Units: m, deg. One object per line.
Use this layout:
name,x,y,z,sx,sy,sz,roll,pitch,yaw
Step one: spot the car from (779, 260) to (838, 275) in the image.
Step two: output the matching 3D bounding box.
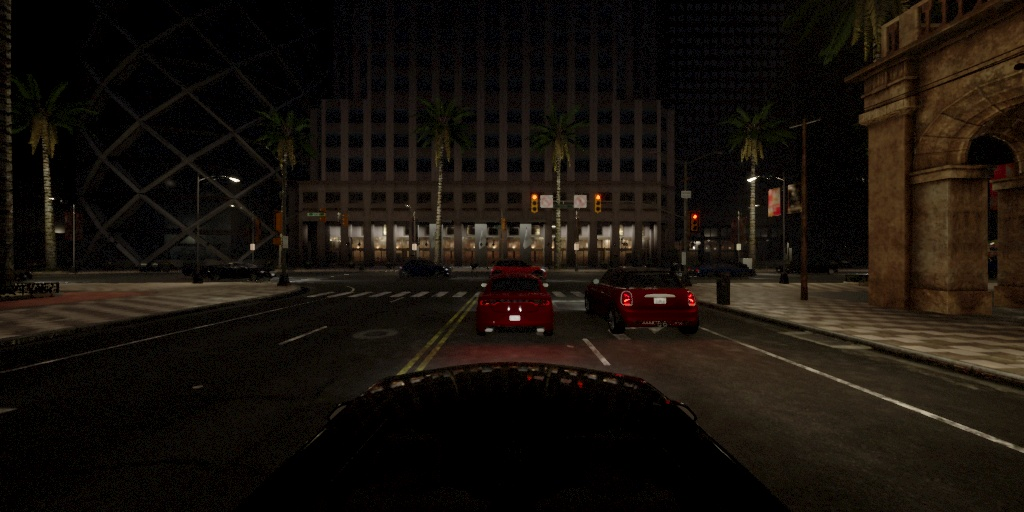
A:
car,32.777,1.228,39.327,5.008,1.535,1.882,0,0,0

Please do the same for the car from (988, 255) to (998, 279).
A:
car,43.535,0.971,32.083,5.566,2.045,2.150,0,0,0

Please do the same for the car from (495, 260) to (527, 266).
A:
car,0.539,1.102,28.723,4.553,1.767,2.097,0,0,0

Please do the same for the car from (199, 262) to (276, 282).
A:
car,-21.604,1.241,28.653,4.902,1.511,2.128,0,0,-2

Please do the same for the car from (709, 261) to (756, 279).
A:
car,18.742,1.297,32.172,5.357,1.411,2.033,0,0,0

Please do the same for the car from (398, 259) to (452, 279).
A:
car,-7.725,1.102,32.234,4.553,1.767,2.097,0,0,0

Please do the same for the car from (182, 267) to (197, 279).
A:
car,-26.271,1.351,32.042,4.718,1.301,1.895,0,0,-4

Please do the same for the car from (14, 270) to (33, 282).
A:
car,-37.988,1.314,25.794,4.181,1.385,1.994,0,0,-26

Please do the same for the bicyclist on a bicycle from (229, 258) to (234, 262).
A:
bicyclist on a bicycle,-35.750,1.050,45.689,0.582,1.620,1.656,0,0,-12

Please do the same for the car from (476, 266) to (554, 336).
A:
car,0.080,1.228,10.433,1.882,1.535,5.008,0,0,0

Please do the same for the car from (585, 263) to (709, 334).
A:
car,3.582,1.102,10.774,2.097,1.767,4.553,0,0,0
